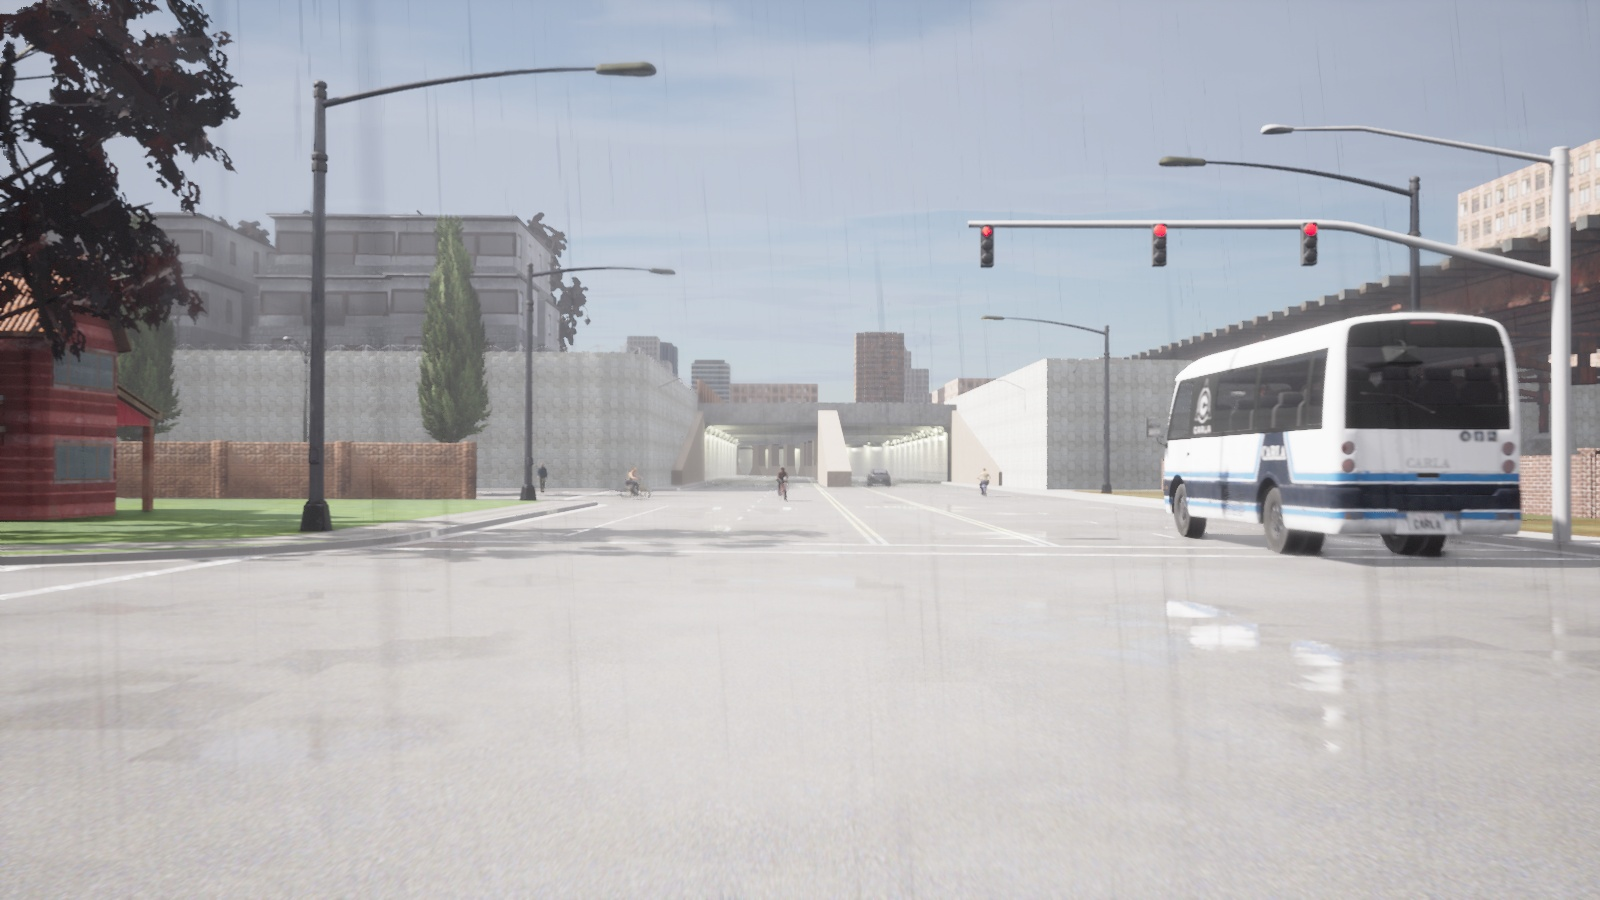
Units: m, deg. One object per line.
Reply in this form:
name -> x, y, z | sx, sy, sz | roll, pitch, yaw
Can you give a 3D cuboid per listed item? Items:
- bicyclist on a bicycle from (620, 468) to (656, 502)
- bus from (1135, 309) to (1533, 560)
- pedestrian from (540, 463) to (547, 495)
bicyclist on a bicycle -> -7.824, 1.682, 60.694 | 1.509, 1.612, 0.866 | 0, 2, 11
bus -> 10.426, -0.195, 26.434 | 3.944, 4.253, 10.273 | 0, -1, 0
pedestrian -> -14.835, 1.690, 72.631 | 0.402, 1.842, 0.726 | 0, -1, -13
